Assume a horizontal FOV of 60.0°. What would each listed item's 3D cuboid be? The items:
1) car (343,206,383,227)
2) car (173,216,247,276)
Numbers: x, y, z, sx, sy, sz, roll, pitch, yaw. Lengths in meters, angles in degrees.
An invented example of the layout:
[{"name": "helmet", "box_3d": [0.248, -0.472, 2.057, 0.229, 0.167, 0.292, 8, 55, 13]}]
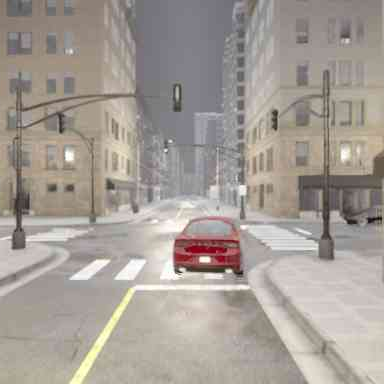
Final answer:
[{"name": "car", "box_3d": [12.370, 1.610, 22.165, 4.313, 1.339, 1.947, 0, 0, 0]}, {"name": "car", "box_3d": [0.704, 1.503, 10.568, 1.882, 1.535, 5.008, 0, 0, 9]}]
